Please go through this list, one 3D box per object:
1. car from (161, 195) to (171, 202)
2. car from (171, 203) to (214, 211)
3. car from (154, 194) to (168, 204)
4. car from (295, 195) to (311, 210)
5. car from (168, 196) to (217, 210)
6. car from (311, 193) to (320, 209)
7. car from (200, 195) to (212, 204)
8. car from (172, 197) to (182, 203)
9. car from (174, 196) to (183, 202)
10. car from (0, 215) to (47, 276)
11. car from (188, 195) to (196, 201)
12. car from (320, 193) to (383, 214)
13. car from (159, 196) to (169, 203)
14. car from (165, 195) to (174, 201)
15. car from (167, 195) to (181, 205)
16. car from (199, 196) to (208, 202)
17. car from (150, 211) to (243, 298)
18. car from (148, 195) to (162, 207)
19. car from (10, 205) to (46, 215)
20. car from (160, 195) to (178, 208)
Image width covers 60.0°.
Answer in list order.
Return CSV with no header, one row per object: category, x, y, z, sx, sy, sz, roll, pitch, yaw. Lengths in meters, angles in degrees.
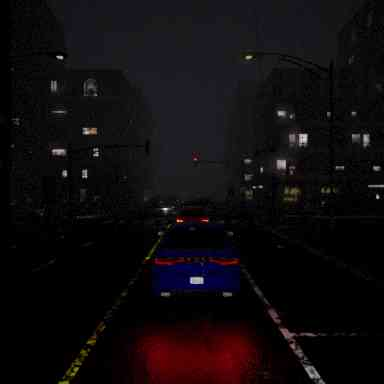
car,-5.767,1.470,74.549,1.967,1.590,4.097,0,0,0
car,0.080,1.526,17.931,1.812,1.442,4.674,0,0,1
car,-5.756,1.336,63.184,2.192,1.841,5.009,0,0,0
car,14.521,1.015,38.156,5.009,1.841,2.192,-1,1,-1
car,0.198,1.475,35.445,4.892,1.490,1.837,-1,0,-1
car,15.660,1.035,35.596,4.553,1.767,2.097,-1,0,-1
car,2.625,1.461,63.195,1.967,1.590,4.097,0,0,0
car,-3.081,1.626,68.180,1.895,1.301,4.718,0,0,0
car,-3.082,1.621,78.519,1.895,1.301,4.718,0,0,0
car,-5.750,1.582,9.796,1.802,1.307,4.206,0,0,0
car,-0.092,1.570,90.509,2.128,1.511,4.902,0,0,0
car,14.664,1.029,29.778,5.009,1.841,2.192,-1,1,-1
car,-5.761,1.551,68.697,1.752,1.417,4.829,0,0,0
car,-5.779,1.480,85.915,1.967,1.590,4.097,0,0,0
car,-3.139,1.370,58.672,2.097,1.767,4.553,0,0,0
car,2.614,1.612,74.560,1.802,1.307,4.206,0,0,0
car,0.094,1.477,8.590,1.882,1.535,5.008,0,0,0
car,-5.743,1.580,51.819,1.947,1.339,4.313,0,0,0
car,-16.708,1.888,32.080,4.718,1.301,1.895,-1,0,-1
car,-3.130,1.560,49.190,2.033,1.411,5.357,0,0,-1
